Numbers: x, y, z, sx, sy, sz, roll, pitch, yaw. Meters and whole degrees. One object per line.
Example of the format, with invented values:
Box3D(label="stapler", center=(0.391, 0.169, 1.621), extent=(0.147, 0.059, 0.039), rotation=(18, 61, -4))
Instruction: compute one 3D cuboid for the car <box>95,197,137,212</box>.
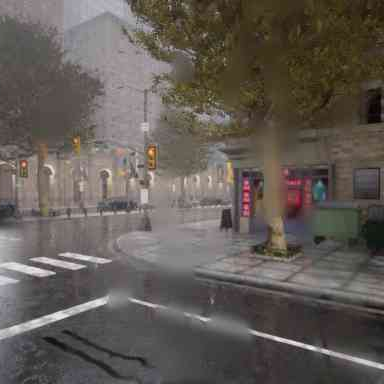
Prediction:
Box3D(label="car", center=(-8.927, 1.352, 38.357), extent=(2.097, 1.767, 4.553), rotation=(0, 0, 36))

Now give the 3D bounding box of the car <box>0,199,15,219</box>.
Box3D(label="car", center=(-16.848, 1.351, 26.942), extent=(2.097, 1.767, 4.553), rotation=(0, 0, 31))

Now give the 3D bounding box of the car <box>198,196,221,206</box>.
Box3D(label="car", center=(2.941, 1.506, 54.758), extent=(1.837, 1.490, 4.892), rotation=(0, 0, 36))

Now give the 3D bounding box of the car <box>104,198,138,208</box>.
Box3D(label="car", center=(-10.215, 1.595, 47.935), extent=(1.895, 1.301, 4.718), rotation=(0, 0, 36))
